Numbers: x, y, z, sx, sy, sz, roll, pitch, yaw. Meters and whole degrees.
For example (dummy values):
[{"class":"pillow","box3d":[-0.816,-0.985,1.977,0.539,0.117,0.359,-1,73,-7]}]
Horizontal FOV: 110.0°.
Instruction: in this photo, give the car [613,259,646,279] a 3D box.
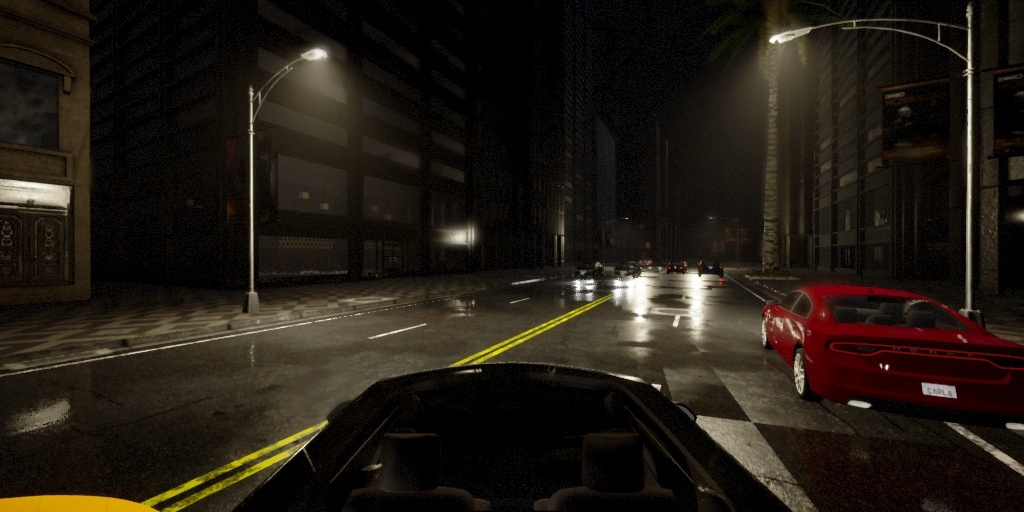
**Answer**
[{"class":"car","box3d":[10.465,1.254,32.376,2.128,1.511,4.902,0,0,27]}]

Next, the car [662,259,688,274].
[{"class":"car","box3d":[18.673,1.317,40.771,2.033,1.411,5.357,0,0,27]}]

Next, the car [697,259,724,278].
[{"class":"car","box3d":[19.310,1.118,34.948,2.097,1.767,4.553,0,0,27]}]

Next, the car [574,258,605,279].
[{"class":"car","box3d":[7.224,1.253,33.181,2.128,1.511,4.902,0,0,27]}]

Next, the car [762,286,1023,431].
[{"class":"car","box3d":[5.517,1.228,5.880,1.882,1.535,5.008,0,0,27]}]
